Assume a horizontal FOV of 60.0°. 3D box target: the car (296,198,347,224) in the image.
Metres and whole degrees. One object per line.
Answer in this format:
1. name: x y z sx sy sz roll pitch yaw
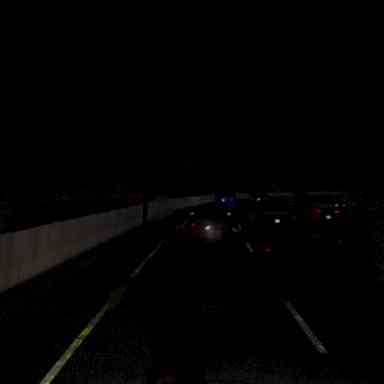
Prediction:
1. car: 8.614 1.336 22.612 1.812 1.442 4.674 0 0 7

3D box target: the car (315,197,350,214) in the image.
1. car: 13.731 1.273 32.860 2.033 1.411 5.357 0 1 11

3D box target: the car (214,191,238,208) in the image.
1. car: 3.672 0.912 36.074 2.150 2.045 5.566 0 0 11

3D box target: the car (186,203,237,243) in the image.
1. car: 0.846 1.431 15.332 1.994 1.385 4.181 0 0 5

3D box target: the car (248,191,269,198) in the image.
1. car: 7.735 0.894 38.496 2.150 2.045 5.566 0 0 12

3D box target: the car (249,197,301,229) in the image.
1. car: 4.830 1.320 20.194 2.128 1.511 4.902 0 1 6

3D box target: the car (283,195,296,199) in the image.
1. car: 11.627 1.142 39.854 1.882 1.535 5.008 0 1 12
